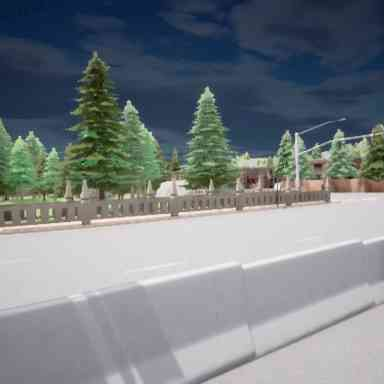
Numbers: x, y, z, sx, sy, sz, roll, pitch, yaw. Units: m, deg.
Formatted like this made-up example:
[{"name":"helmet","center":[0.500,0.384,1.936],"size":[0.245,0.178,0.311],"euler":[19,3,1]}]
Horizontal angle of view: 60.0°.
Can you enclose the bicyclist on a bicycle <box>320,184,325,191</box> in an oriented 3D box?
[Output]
[{"name":"bicyclist on a bicycle","center":[23.312,-0.568,59.348],"size":[1.656,1.620,0.582],"euler":[-3,2,-35]}]
